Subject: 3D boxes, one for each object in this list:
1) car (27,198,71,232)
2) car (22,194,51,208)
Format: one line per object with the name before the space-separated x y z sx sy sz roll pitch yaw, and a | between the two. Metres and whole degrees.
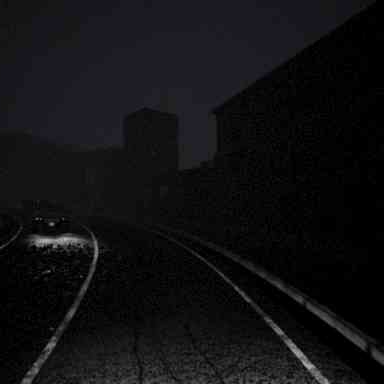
car | -8.183 1.357 19.195 2.128 1.511 4.902 2 0 -26
car | -17.568 1.042 37.935 4.553 1.767 2.097 2 -2 43
